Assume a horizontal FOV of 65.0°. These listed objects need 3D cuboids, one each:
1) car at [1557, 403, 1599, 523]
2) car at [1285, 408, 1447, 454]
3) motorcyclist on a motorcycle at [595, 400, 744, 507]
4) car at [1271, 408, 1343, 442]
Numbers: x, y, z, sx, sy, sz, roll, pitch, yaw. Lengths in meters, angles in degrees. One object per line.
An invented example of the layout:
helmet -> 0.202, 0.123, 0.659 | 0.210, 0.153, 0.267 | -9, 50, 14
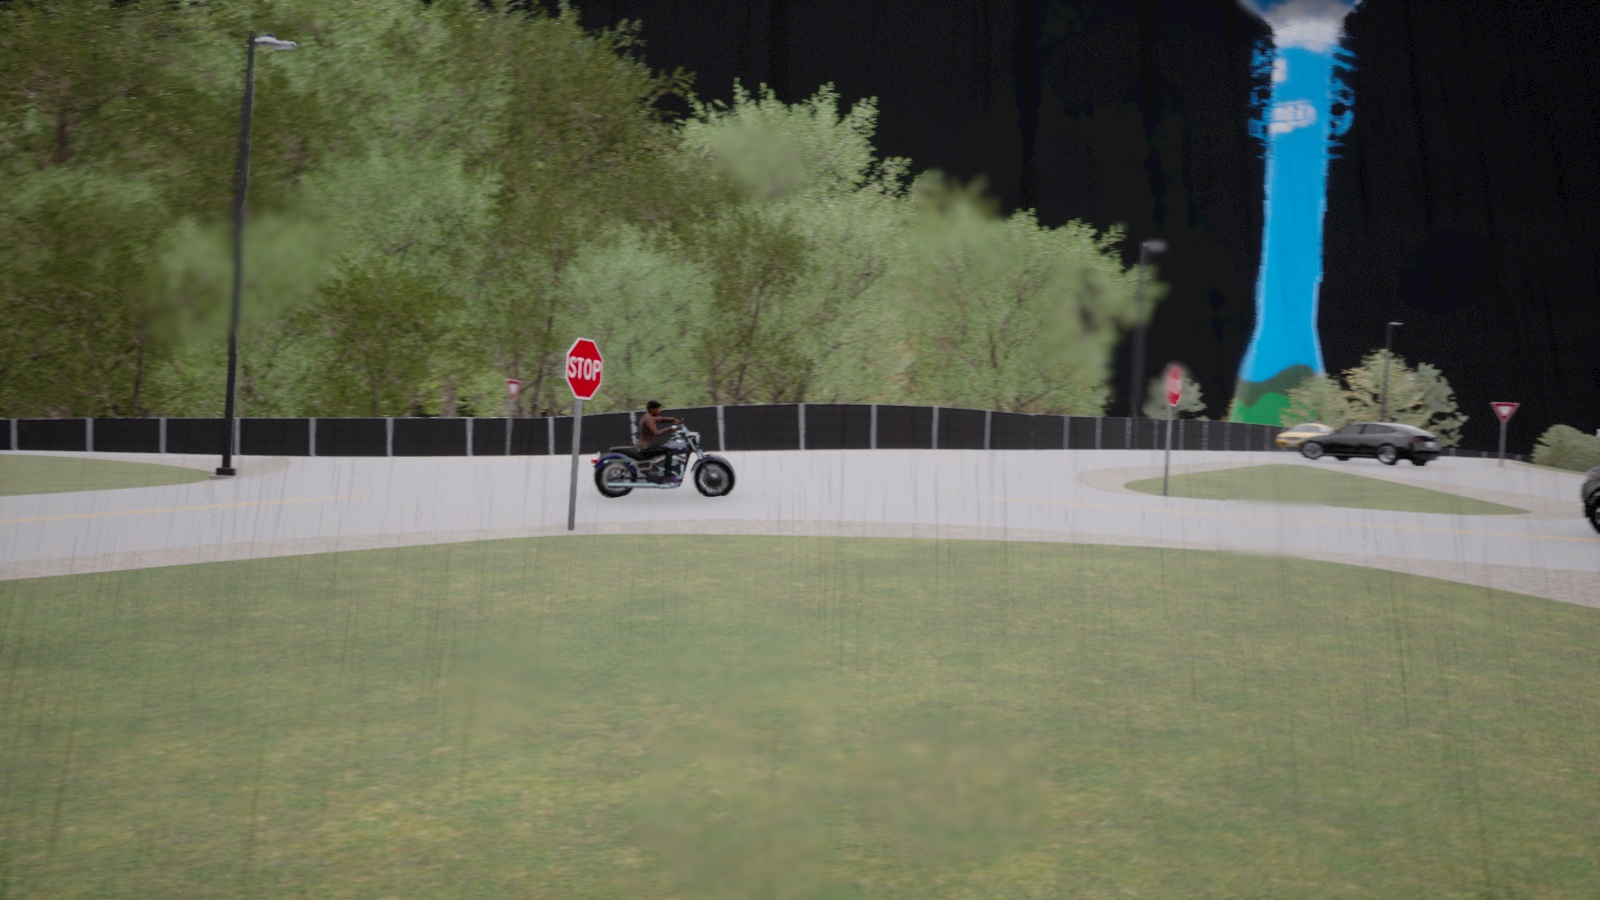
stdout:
car -> 11.928, 0.189, 15.785 | 1.789, 1.549, 3.705 | -2, 3, -38
car -> 19.937, -0.697, 44.419 | 2.163, 1.488, 4.792 | 0, 2, -32
motorcyclist on a motorcycle -> -2.152, 0.037, 20.698 | 2.350, 1.649, 0.766 | -1, 6, -14
car -> 24.569, -1.181, 60.775 | 1.801, 1.575, 5.366 | 2, 1, 38
